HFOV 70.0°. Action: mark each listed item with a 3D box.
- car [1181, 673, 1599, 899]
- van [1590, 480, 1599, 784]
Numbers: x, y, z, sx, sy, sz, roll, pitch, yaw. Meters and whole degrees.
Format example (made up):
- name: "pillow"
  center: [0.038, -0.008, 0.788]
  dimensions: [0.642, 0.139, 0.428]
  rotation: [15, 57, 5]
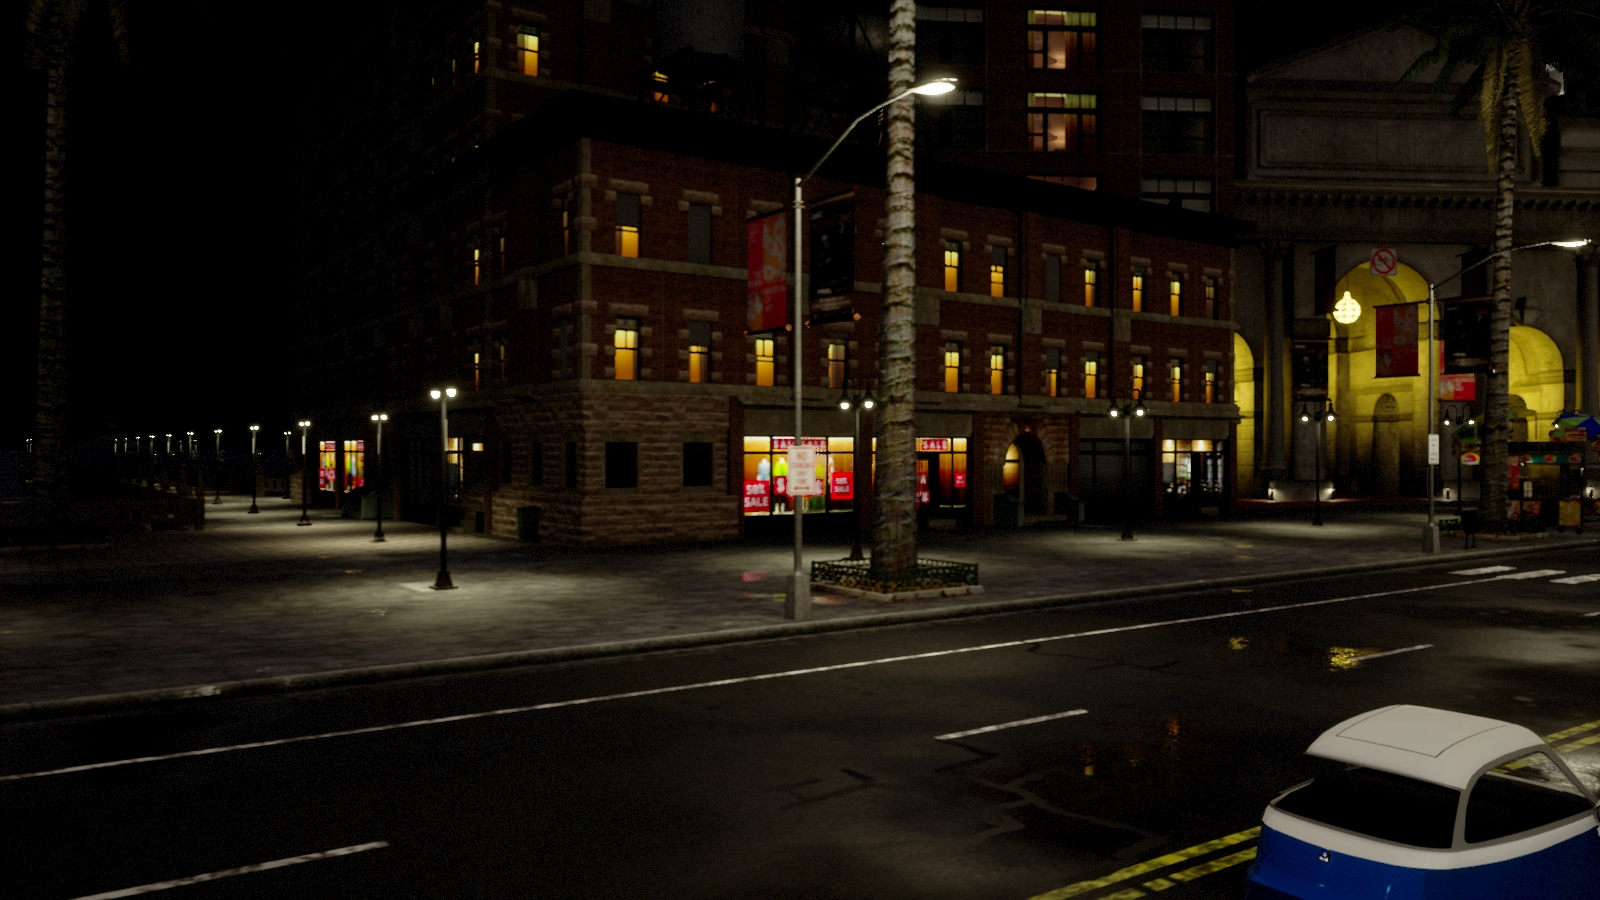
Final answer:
- name: "car"
  center: [3.355, 2.120, 6.085]
  dimensions: [2.207, 1.376, 1.481]
  rotation: [0, 0, -35]
- name: "van"
  center: [9.703, 1.535, 10.534]
  dimensions: [5.915, 2.561, 1.988]
  rotation: [0, 0, -34]
